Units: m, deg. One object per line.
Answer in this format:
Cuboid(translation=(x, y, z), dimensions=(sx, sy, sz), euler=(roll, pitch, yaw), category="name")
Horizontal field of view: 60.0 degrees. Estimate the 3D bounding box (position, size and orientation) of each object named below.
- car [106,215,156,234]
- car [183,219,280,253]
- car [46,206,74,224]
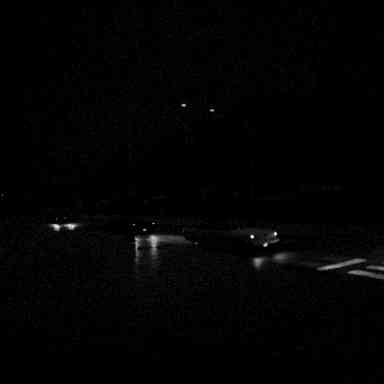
Cuboid(translation=(-4.440, 2.290, 23.860), dimensions=(1.895, 1.301, 4.718), euler=(0, -2, -36), category="car")
Cuboid(translation=(1.653, 1.923, 15.352), dimensions=(1.895, 1.301, 4.718), euler=(0, -2, -38), category="car")
Cuboid(translation=(-15.987, 2.712, 40.072), dimensions=(2.150, 2.045, 5.566), euler=(0, -2, -35), category="car")
